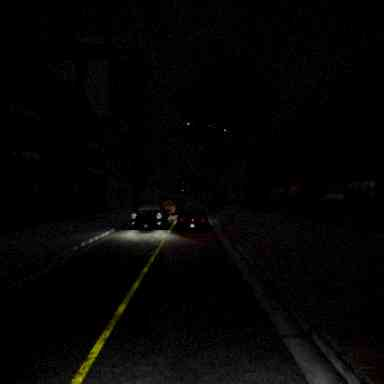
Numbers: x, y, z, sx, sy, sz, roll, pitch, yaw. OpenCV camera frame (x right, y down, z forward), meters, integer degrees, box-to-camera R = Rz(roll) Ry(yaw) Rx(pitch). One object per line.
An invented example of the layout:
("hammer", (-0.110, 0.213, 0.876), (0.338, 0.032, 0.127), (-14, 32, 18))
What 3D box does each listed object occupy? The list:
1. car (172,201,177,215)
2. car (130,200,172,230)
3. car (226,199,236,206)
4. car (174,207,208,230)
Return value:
("car", (-2.698, 1.756, 37.264), (1.882, 1.535, 5.008), (0, -1, 1))
("car", (-2.755, 1.475, 22.220), (2.097, 1.767, 4.553), (0, 0, 1))
("car", (10.971, 2.664, 83.475), (5.009, 1.841, 2.192), (1, -2, 0))
("car", (0.040, 1.727, 21.959), (1.895, 1.301, 4.718), (0, -1, 0))
